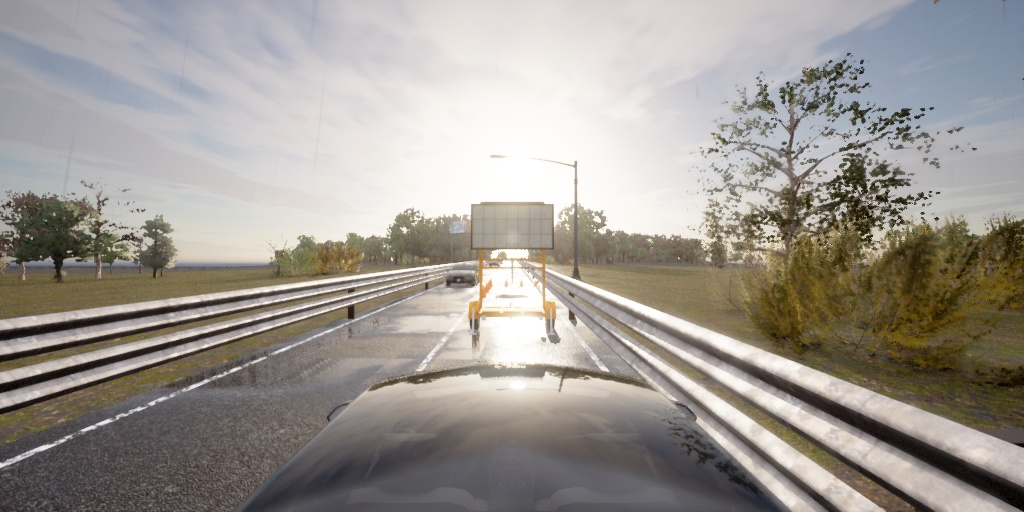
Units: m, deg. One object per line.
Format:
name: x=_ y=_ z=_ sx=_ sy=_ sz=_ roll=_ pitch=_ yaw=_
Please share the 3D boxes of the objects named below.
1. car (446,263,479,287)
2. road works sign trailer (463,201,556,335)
car: x=-3.342 y=1.263 z=24.847 sx=1.837 sy=1.490 sz=4.892 roll=0 pitch=0 yaw=0
road works sign trailer: x=0.014 y=0.218 z=10.505 sx=2.380 sy=3.560 sz=2.880 roll=0 pitch=0 yaw=0
